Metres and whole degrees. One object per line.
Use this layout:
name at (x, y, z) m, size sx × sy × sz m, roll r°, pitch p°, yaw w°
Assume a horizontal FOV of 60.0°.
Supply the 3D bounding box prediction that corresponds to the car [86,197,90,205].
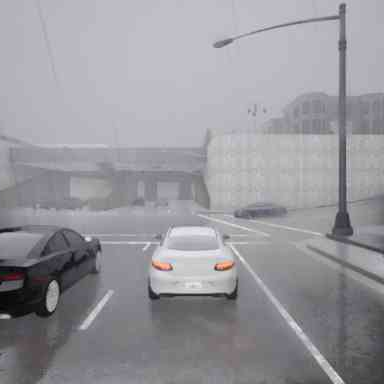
car at (-15.455, 1.485, 51.743) m, size 2.128 × 1.511 × 4.902 m, roll 0°, pitch 0°, yaw -2°

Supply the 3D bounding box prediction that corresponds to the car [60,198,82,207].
car at (-18.980, 1.595, 52.410) m, size 1.895 × 1.301 × 4.718 m, roll 0°, pitch 0°, yaw -2°

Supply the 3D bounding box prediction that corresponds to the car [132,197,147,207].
car at (-8.271, 1.499, 52.018) m, size 1.837 × 1.490 × 4.892 m, roll 0°, pitch 0°, yaw -2°

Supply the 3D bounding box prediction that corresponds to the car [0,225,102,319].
car at (-3.479, 1.477, 7.492) m, size 1.882 × 1.535 × 5.008 m, roll 0°, pitch 0°, yaw 0°

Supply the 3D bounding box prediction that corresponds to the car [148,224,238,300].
car at (0.015, 1.525, 8.292) m, size 1.812 × 1.442 × 4.674 m, roll 0°, pitch 0°, yaw 0°

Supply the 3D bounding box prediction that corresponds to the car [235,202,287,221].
car at (5.548, 1.500, 27.158) m, size 4.181 × 1.385 × 1.994 m, roll -3°, pitch 0°, yaw 2°

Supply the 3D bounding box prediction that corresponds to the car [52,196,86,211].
car at (-15.091, 1.347, 41.047) m, size 2.097 × 1.767 × 4.553 m, roll 0°, pitch 0°, yaw -2°

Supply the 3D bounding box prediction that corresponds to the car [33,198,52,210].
car at (-18.650, 1.487, 42.582) m, size 2.128 × 1.511 × 4.902 m, roll 0°, pitch 0°, yaw -2°

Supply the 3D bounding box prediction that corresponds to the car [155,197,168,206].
car at (-4.803, 1.520, 53.013) m, size 1.812 × 1.442 × 4.674 m, roll 0°, pitch 0°, yaw -2°
